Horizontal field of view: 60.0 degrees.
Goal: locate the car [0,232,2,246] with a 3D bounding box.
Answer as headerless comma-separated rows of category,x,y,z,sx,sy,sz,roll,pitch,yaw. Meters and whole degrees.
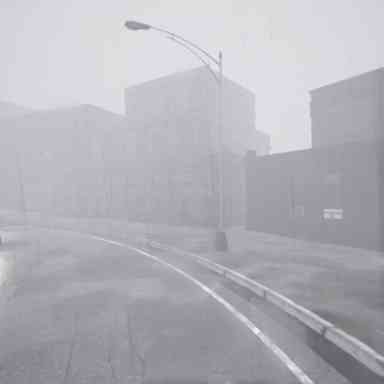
car,-9.130,1.550,13.283,1.994,1.385,4.181,1,-1,-44
